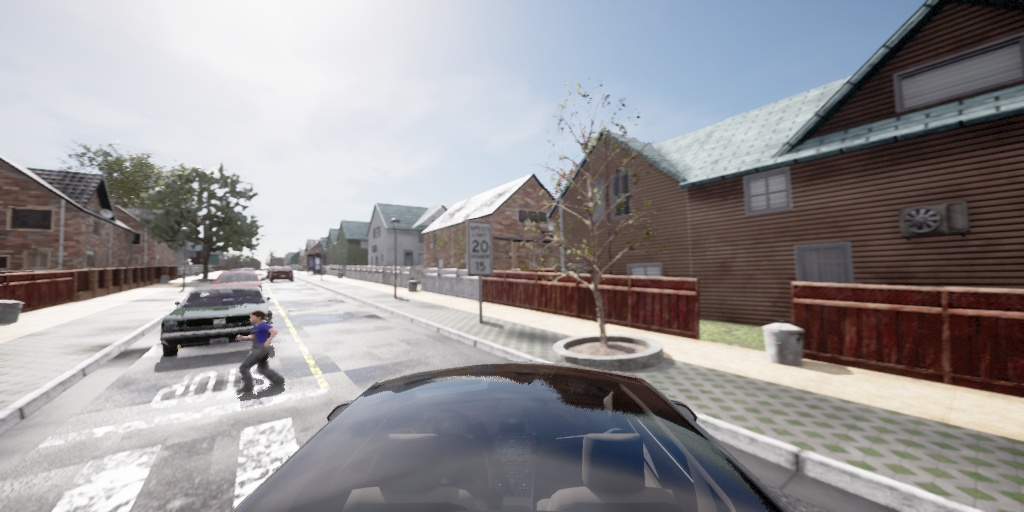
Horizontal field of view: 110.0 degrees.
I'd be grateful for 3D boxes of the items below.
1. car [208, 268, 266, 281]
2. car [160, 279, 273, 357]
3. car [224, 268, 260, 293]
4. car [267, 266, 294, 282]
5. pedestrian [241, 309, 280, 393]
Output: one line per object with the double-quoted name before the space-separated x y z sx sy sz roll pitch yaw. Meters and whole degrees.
"car" -12.958 1.446 16.970 1.882 1.535 5.008 1 -1 -36
"car" -7.259 1.444 9.098 1.895 1.301 4.718 1 -1 -36
"car" -18.979 1.612 25.323 1.837 1.490 4.892 1 -1 -36
"car" -22.768 1.762 35.428 1.882 1.535 5.008 1 -1 -35
"pedestrian" -3.733 1.364 5.368 0.375 1.300 0.375 4 -6 -36
